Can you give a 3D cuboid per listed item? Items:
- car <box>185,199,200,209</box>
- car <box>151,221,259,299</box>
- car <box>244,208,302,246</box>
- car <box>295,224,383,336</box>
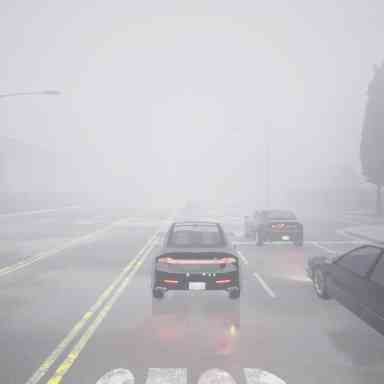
[{"bbox_3d":[0.038,1.601,44.044,1.895,1.301,4.718,0,0,0],"label":"car"},{"bbox_3d":[0.089,1.492,8.459,2.128,1.511,4.902,0,0,0],"label":"car"},{"bbox_3d":[3.579,1.505,15.157,1.837,1.490,4.892,0,0,0],"label":"car"},{"bbox_3d":[3.593,1.547,5.410,2.033,1.411,5.357,0,0,0],"label":"car"}]
